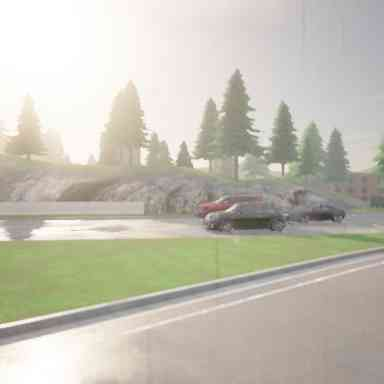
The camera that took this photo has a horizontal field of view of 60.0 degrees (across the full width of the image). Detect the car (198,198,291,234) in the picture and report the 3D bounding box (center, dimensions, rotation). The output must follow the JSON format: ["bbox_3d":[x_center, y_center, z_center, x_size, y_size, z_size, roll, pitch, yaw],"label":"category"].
[{"bbox_3d":[2.954,1.381,19.105,4.553,1.767,2.097,0,0,-11],"label":"car"}]

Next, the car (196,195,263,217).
[{"bbox_3d":[3.110,1.260,26.094,5.566,2.045,2.150,0,0,-13],"label":"car"}]

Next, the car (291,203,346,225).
[{"bbox_3d":[8.817,1.535,24.166,4.902,1.511,2.128,0,0,-20],"label":"car"}]
